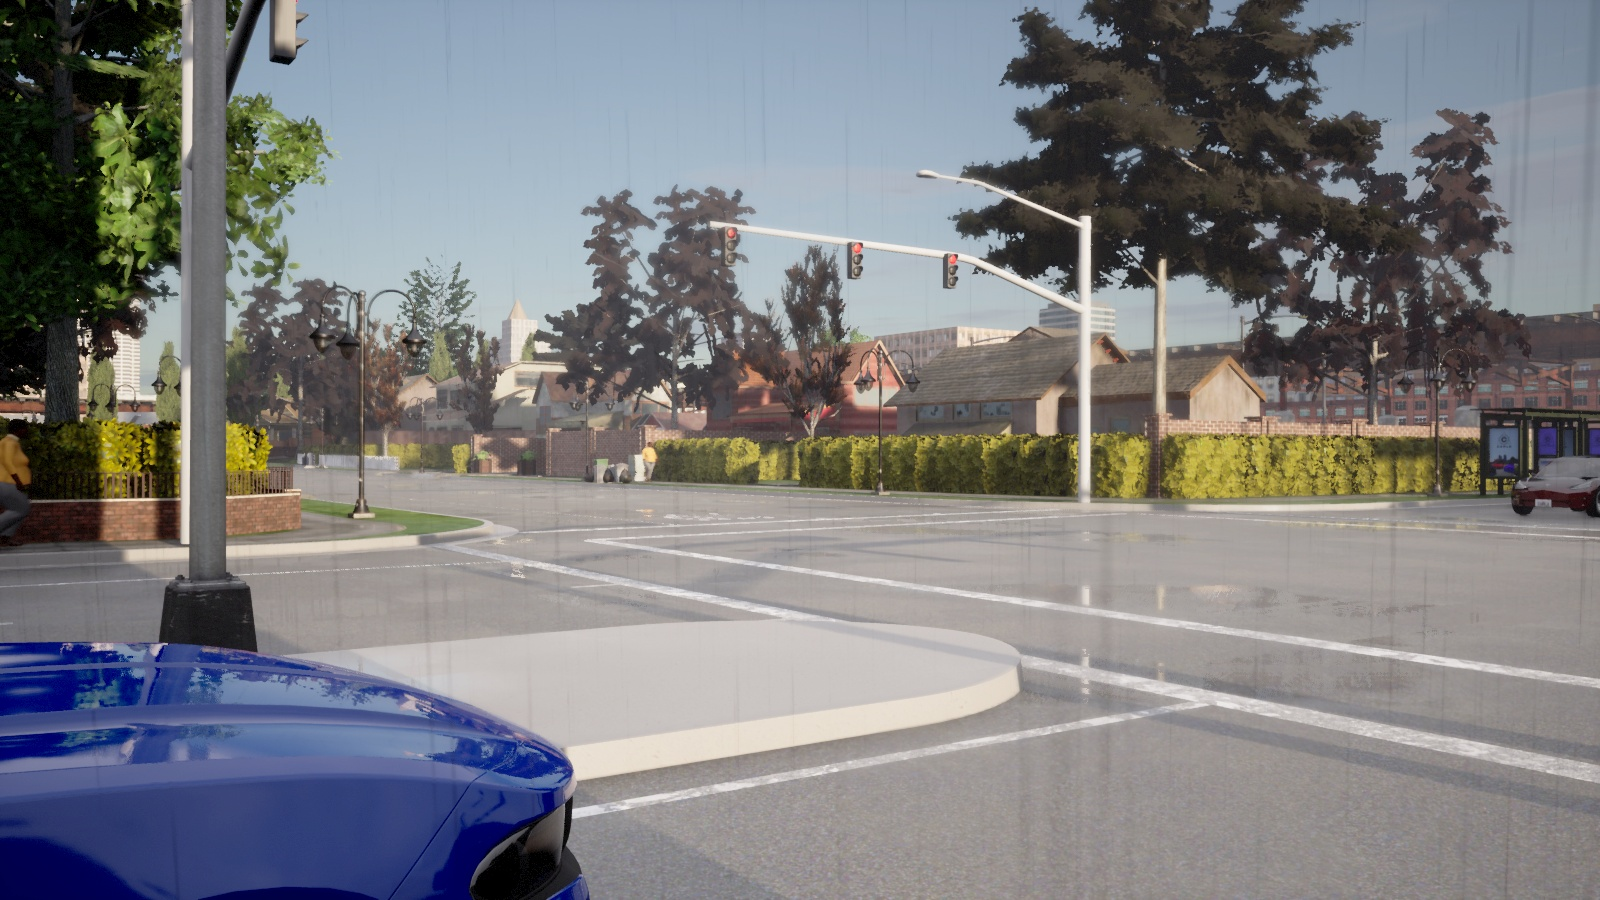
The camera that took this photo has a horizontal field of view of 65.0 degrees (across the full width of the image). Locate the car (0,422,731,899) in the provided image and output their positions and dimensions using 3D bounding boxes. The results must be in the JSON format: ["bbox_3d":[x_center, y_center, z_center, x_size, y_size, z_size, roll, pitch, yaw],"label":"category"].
[{"bbox_3d":[-2.727,0.733,1.760,5.008,1.535,1.882,0,0,-35],"label":"car"}]

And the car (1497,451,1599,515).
[{"bbox_3d":[19.779,0.780,31.474,4.792,1.488,2.163,0,0,-35],"label":"car"}]

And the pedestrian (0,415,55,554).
[{"bbox_3d":[-10.782,0.458,17.207,0.900,1.855,0.874,0,0,-37],"label":"pedestrian"}]

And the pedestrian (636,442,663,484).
[{"bbox_3d":[-6.749,0.562,56.264,0.874,1.855,0.900,0,0,-34],"label":"pedestrian"}]
